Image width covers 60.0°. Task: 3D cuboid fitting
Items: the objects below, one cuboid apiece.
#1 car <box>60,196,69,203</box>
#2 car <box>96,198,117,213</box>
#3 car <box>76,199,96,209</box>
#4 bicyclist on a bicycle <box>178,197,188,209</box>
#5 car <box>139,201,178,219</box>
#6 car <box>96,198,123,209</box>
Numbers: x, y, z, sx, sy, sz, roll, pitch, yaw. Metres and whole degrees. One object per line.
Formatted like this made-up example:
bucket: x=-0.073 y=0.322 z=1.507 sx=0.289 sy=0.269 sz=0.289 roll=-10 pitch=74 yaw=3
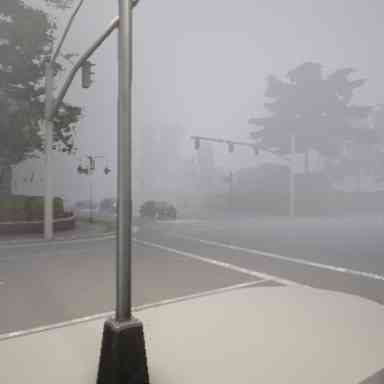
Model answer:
car: x=-27.337 y=1.640 z=69.972 sx=1.812 sy=1.442 sz=4.674 roll=0 pitch=0 yaw=-36
car: x=-8.966 y=1.454 z=38.515 sx=2.097 sy=1.767 sz=4.553 roll=0 pitch=0 yaw=-36
car: x=-14.811 y=1.665 z=46.581 sx=1.994 sy=1.385 sz=4.181 roll=0 pitch=0 yaw=-36
bicyclist on a bicycle: x=-1.240 y=1.476 z=45.718 sx=1.656 sy=1.620 sz=0.582 roll=0 pitch=0 yaw=-36
car: x=-3.111 y=1.607 z=30.439 sx=1.837 sy=1.490 sz=4.892 roll=0 pitch=0 yaw=-36
car: x=-12.352 y=1.618 z=49.481 sx=2.128 sy=1.511 sz=4.902 roll=0 pitch=0 yaw=-36
